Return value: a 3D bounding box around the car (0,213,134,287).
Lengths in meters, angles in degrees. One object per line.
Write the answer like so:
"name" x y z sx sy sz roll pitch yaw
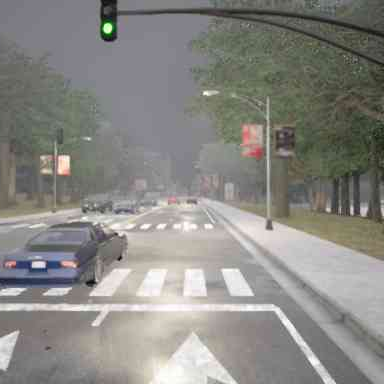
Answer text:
"car" -3.151 1.540 9.345 2.033 1.411 5.357 0 0 0

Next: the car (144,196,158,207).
"car" -6.565 1.381 51.492 2.097 1.767 4.553 0 0 0

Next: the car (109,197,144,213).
"car" -6.595 1.549 34.331 2.033 1.411 5.357 0 0 0

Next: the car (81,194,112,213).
"car" -9.828 1.225 35.110 2.150 2.045 5.566 0 0 0

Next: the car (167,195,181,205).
"car" -3.253 1.404 59.960 2.097 1.767 4.553 0 0 0

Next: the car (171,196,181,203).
"car" -3.254 1.514 70.028 1.895 1.301 4.718 0 0 0

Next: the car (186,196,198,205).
"car" -0.003 1.529 59.574 1.882 1.535 5.008 0 0 0

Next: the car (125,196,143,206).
"car" -9.768 1.535 56.577 2.128 1.511 4.902 0 0 0

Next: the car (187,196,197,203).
"car" -0.004 1.459 69.999 2.033 1.411 5.357 0 0 0
